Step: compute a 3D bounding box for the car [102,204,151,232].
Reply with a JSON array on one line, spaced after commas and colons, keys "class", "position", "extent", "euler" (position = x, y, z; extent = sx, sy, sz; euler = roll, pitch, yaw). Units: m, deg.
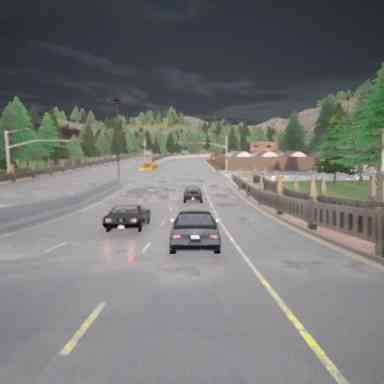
[{"class": "car", "position": [-3.398, 1.312, 18.216], "extent": [1.895, 1.301, 4.718], "euler": [0, 2, 0]}]

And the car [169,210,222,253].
[{"class": "car", "position": [0.105, 1.417, 13.020], "extent": [2.033, 1.411, 5.357], "euler": [0, 1, 0]}]

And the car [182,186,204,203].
[{"class": "car", "position": [0.076, 0.135, 32.947], "extent": [1.837, 1.490, 4.892], "euler": [0, 6, 0]}]
